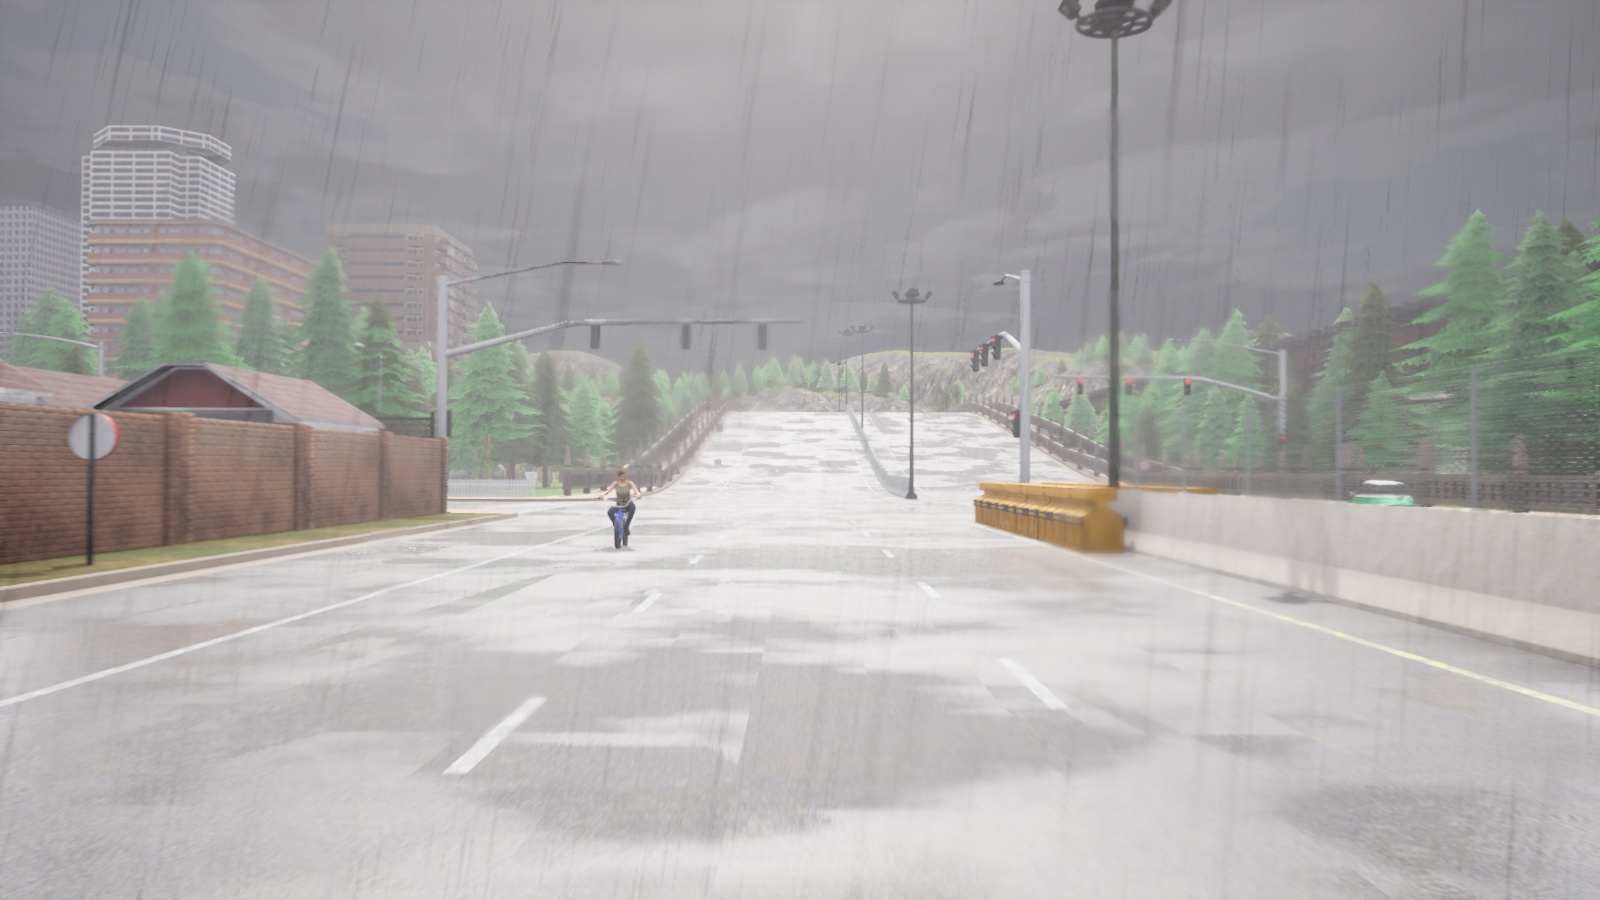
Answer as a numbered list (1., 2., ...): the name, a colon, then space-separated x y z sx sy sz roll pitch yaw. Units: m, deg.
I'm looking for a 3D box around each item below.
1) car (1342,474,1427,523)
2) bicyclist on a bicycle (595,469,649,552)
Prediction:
1. car: 17.408 1.428 37.474 1.481 1.376 2.207 0 -1 0
2. bicyclist on a bicycle: -3.557 1.187 25.170 0.866 1.612 1.509 0 -1 0
